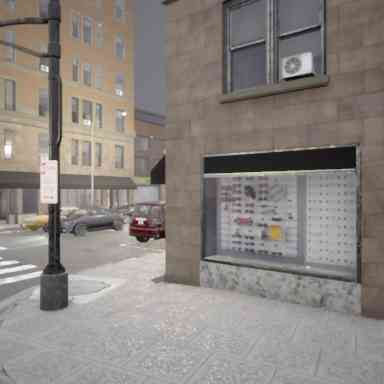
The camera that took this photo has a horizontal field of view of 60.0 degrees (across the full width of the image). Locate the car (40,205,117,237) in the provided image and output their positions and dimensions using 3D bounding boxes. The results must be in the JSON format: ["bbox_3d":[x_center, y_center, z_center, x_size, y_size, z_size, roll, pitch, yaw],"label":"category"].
[{"bbox_3d":[-5.690,1.555,18.238,1.994,1.385,4.181,0,0,35],"label":"car"}]

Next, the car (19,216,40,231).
[{"bbox_3d":[-7.772,1.516,20.076,1.752,1.417,4.829,0,0,35],"label":"car"}]

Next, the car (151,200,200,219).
[{"bbox_3d":[-1.311,1.492,29.359,1.752,1.417,4.829,0,0,35],"label":"car"}]

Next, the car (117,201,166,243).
[{"bbox_3d":[-0.692,1.304,15.322,2.192,1.841,5.009,0,0,35],"label":"car"}]

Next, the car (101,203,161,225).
[{"bbox_3d":[-4.444,1.545,24.858,1.947,1.339,4.313,0,0,35],"label":"car"}]
